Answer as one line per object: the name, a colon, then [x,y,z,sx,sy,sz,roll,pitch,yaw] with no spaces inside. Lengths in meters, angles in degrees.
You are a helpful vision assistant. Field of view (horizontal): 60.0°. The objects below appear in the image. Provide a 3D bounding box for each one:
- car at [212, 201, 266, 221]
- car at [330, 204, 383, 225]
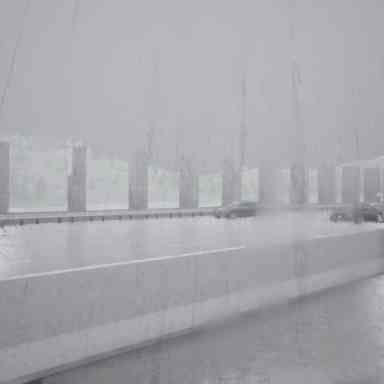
car: [3.930,1.504,27.481,4.892,1.490,1.837,0,0,-33]
car: [12.003,1.564,24.302,4.181,1.385,1.994,0,0,-32]
